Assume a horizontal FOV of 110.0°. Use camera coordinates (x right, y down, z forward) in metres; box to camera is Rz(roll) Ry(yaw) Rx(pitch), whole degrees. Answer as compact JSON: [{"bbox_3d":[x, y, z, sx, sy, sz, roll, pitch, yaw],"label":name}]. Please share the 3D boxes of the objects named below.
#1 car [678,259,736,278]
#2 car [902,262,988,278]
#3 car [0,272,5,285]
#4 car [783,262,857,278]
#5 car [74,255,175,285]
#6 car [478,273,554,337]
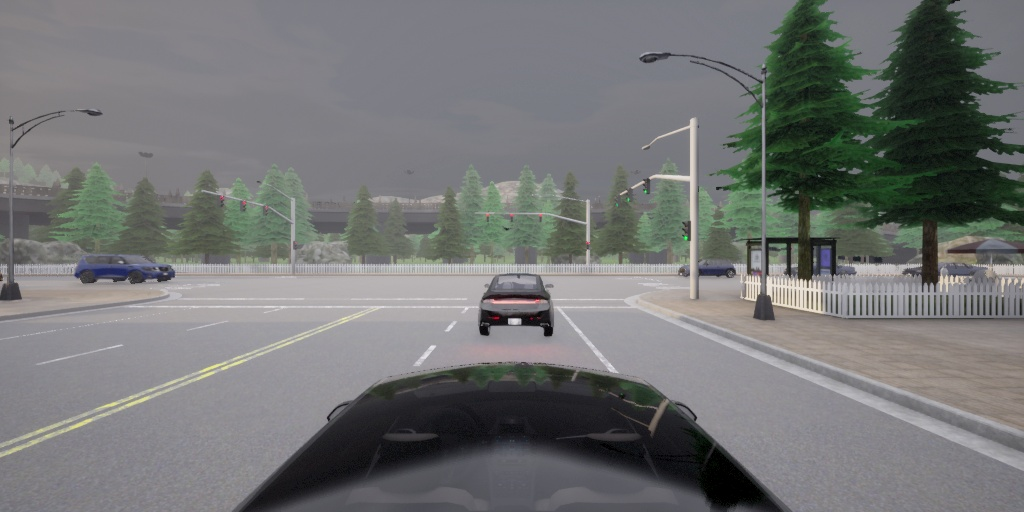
[{"bbox_3d":[17.514,1.046,32.366,4.553,1.767,2.097,0,0,0],"label":"car"},{"bbox_3d":[38.061,1.242,31.528,5.357,1.411,2.033,0,0,10],"label":"car"},{"bbox_3d":[-34.276,1.172,21.814,5.008,1.535,1.882,0,0,-1],"label":"car"},{"bbox_3d":[27.671,1.242,32.274,5.357,1.411,2.033,0,0,1],"label":"car"},{"bbox_3d":[-27.265,0.917,25.341,5.566,2.045,2.150,0,0,0],"label":"car"},{"bbox_3d":[0.180,1.242,10.372,2.128,1.511,4.902,0,0,3],"label":"car"}]
